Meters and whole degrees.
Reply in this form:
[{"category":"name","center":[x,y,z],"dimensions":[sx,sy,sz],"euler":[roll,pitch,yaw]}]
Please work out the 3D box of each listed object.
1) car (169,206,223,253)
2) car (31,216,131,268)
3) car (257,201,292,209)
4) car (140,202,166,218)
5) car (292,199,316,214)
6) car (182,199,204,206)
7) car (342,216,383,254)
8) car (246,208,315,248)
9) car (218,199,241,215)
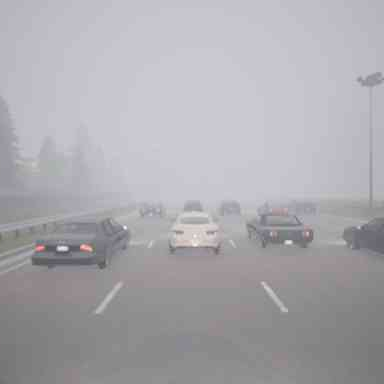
[{"category":"car","center":[0.100,1.507,13.428],"dimensions":[1.812,1.442,4.674],"euler":[0,0,0]},{"category":"car","center":[-3.399,1.532,11.237],"dimensions":[2.033,1.411,5.357],"euler":[0,0,0]},{"category":"car","center":[7.102,1.558,29.700],"dimensions":[1.895,1.301,4.718],"euler":[0,0,0]},{"category":"car","center":[-3.398,1.559,29.690],"dimensions":[1.895,1.301,4.718],"euler":[0,0,0]},{"category":"car","center":[10.603,1.431,32.834],"dimensions":[1.882,1.535,5.008],"euler":[0,0,0]},{"category":"car","center":[0.102,1.460,31.359],"dimensions":[1.837,1.490,4.892],"euler":[0,0,0]},{"category":"car","center":[7.101,1.531,11.279],"dimensions":[2.033,1.411,5.357],"euler":[0,0,0]},{"category":"car","center":[3.601,1.580,14.595],"dimensions":[1.895,1.301,4.718],"euler":[0,0,0]},{"category":"car","center":[3.603,1.431,32.825],"dimensions":[1.882,1.535,5.008],"euler":[0,0,0]}]
